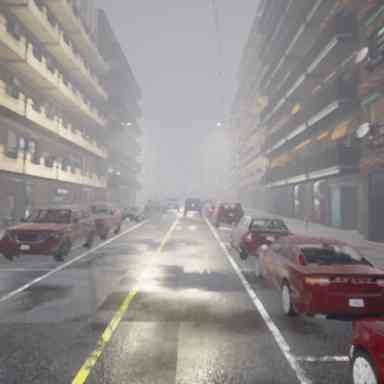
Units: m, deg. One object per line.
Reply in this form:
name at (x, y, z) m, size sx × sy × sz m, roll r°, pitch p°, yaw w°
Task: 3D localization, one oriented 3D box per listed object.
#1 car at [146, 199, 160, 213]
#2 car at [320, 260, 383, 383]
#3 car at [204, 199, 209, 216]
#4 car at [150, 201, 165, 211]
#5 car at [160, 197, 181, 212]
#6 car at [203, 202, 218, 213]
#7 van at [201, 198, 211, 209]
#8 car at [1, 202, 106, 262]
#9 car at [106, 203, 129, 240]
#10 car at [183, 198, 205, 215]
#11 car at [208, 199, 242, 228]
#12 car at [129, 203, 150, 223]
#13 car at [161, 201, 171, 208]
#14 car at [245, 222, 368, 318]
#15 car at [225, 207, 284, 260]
car at (-5.274, 1.884, 46.231) m, size 2.192 × 1.841 × 5.009 m, roll 1°, pitch -1°, yaw 0°
car at (2.584, 1.568, 1.924) m, size 1.887 × 1.381 × 4.507 m, roll 1°, pitch -1°, yaw 0°
car at (2.565, 1.862, 35.110) m, size 1.967 × 1.590 × 4.097 m, roll 1°, pitch -1°, yaw 0°
car at (-5.278, 2.190, 51.759) m, size 1.887 × 1.381 × 4.507 m, roll 1°, pitch -1°, yaw 0°
car at (-2.732, 1.682, 45.349) m, size 2.150 × 2.045 × 5.566 m, roll 0°, pitch -1°, yaw 0°
car at (2.566, 2.150, 46.170) m, size 1.802 × 1.307 × 4.206 m, roll 1°, pitch -1°, yaw 0°
van at (2.577, 2.145, 62.766) m, size 1.690 × 1.788 × 3.998 m, roll 1°, pitch -1°, yaw 0°
car at (-5.286, 1.466, 13.051) m, size 2.192 × 1.841 × 5.009 m, roll 1°, pitch -1°, yaw 0°
car at (-5.284, 1.532, 18.581) m, size 2.192 × 1.841 × 5.009 m, roll 1°, pitch -1°, yaw 0°
car at (0.120, 1.720, 41.101) m, size 2.150 × 2.045 × 5.566 m, roll 0°, pitch -1°, yaw 0°
car at (2.564, 1.598, 24.049) m, size 2.192 × 1.841 × 5.009 m, roll 1°, pitch -1°, yaw 0°
car at (-5.286, 1.917, 29.640) m, size 1.947 × 1.339 × 4.313 m, roll 1°, pitch -1°, yaw 0°
car at (-5.273, 2.468, 68.350) m, size 1.802 × 1.307 × 4.206 m, roll 1°, pitch -1°, yaw 0°
car at (2.586, 1.631, 7.454) m, size 1.887 × 1.381 × 4.507 m, roll 1°, pitch -1°, yaw 0°
car at (2.598, 1.591, 12.986) m, size 1.967 × 1.590 × 4.097 m, roll 1°, pitch -1°, yaw 0°
